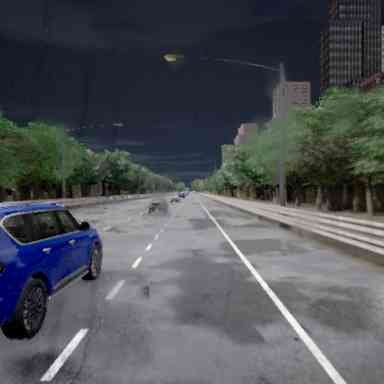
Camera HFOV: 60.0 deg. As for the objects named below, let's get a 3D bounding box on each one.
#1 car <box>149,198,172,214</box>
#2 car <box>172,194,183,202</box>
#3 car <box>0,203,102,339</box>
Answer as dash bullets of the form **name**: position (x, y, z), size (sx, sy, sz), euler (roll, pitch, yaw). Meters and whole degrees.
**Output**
- **car**: position (-3.508, 1.518, 35.801), size (1.837, 1.490, 4.892), euler (0, 0, 0)
- **car**: position (-3.513, 1.565, 71.460), size (1.895, 1.301, 4.718), euler (0, 0, 0)
- **car**: position (-3.502, 1.224, 6.701), size (2.150, 2.045, 5.566), euler (0, 0, 0)
